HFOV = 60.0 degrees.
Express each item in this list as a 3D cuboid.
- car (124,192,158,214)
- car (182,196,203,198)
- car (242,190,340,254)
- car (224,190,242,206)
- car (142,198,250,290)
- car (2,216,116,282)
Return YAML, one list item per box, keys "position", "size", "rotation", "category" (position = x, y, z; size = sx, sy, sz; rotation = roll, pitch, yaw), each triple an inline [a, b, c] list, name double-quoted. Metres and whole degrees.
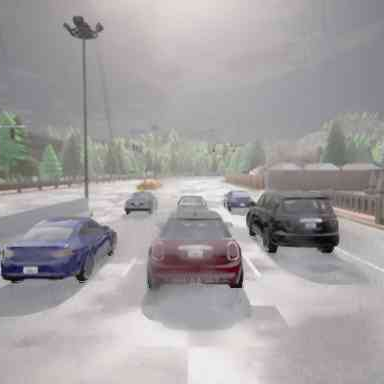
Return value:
- position: [-3.514, 0.703, 23.650]
  size: [2.033, 1.411, 5.357]
  rotation: [0, 3, 0]
  category: "car"
- position: [0.009, 0.924, 19.664]
  size: [2.033, 1.411, 5.357]
  rotation: [0, 3, 0]
  category: "car"
- position: [3.547, 0.974, 12.636]
  size: [2.150, 2.045, 5.566]
  rotation: [0, 3, 0]
  category: "car"
- position: [3.475, 0.590, 25.307]
  size: [1.812, 1.442, 4.674]
  rotation: [0, 3, 0]
  category: "car"
- position: [0.064, 1.245, 9.046]
  size: [2.097, 1.767, 4.553]
  rotation: [0, 2, 0]
  category: "car"
- position: [-3.440, 1.411, 9.346]
  size: [1.812, 1.442, 4.674]
  rotation: [0, 2, 0]
  category: "car"
